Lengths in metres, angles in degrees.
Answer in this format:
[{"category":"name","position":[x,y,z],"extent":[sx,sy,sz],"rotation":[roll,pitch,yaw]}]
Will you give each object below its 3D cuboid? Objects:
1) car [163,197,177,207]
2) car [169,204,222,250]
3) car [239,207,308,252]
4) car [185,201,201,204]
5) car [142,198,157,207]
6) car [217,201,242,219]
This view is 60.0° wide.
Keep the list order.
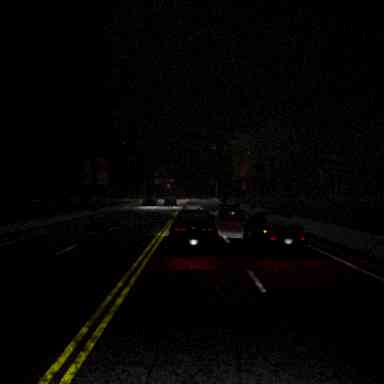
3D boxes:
[{"category":"car","position":[-3.315,1.528,51.027],"extent":[1.812,1.442,4.674],"rotation":[0,0,0]},{"category":"car","position":[0.077,1.502,14.220],"extent":[1.837,1.490,4.892],"rotation":[0,0,0]},{"category":"car","position":[3.323,1.522,13.792],"extent":[1.812,1.442,4.674],"rotation":[0,0,0]},{"category":"car","position":[0.087,1.521,30.139],"extent":[1.812,1.442,4.674],"rotation":[0,0,0]},{"category":"car","position":[-6.559,1.567,52.141],"extent":[1.994,1.385,4.181],"rotation":[0,0,0]},{"category":"car","position":[3.331,1.487,29.177],"extent":[2.128,1.511,4.902],"rotation":[0,0,0]}]
